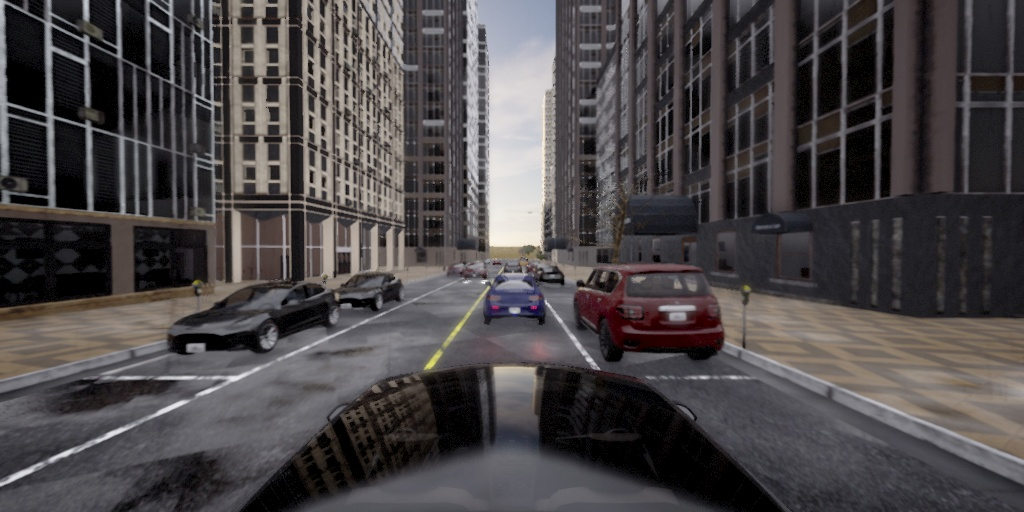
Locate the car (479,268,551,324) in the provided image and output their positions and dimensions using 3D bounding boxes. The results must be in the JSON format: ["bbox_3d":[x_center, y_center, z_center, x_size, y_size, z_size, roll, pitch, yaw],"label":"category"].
[{"bbox_3d":[0.083,1.294,11.956,1.812,1.442,4.674,0,0,0],"label":"car"}]

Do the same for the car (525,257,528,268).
[{"bbox_3d":[2.685,1.257,42.783,1.967,1.591,4.097,0,0,0],"label":"car"}]

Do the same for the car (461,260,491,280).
[{"bbox_3d":[-3.102,1.327,31.841,1.812,1.442,4.674,0,0,0],"label":"car"}]

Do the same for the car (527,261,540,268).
[{"bbox_3d":[2.687,1.351,31.434,2.007,1.370,4.403,0,0,0],"label":"car"}]

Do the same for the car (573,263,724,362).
[{"bbox_3d":[2.731,1.077,8.251,2.192,1.841,5.009,0,0,0],"label":"car"}]

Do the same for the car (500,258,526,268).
[{"bbox_3d":[0.092,1.302,37.607,2.128,1.511,4.902,0,0,0],"label":"car"}]

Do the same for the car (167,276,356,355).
[{"bbox_3d":[-5.827,1.329,8.798,1.948,1.339,4.313,0,0,0],"label":"car"}]

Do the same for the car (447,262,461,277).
[{"bbox_3d":[-5.662,1.392,37.168,1.802,1.307,4.207,0,0,0],"label":"car"}]

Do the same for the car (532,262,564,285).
[{"bbox_3d":[2.688,1.357,25.760,1.948,1.339,4.313,0,0,0],"label":"car"}]

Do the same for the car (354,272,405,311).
[{"bbox_3d":[-5.659,1.339,14.473,1.948,1.339,4.313,0,0,0],"label":"car"}]
